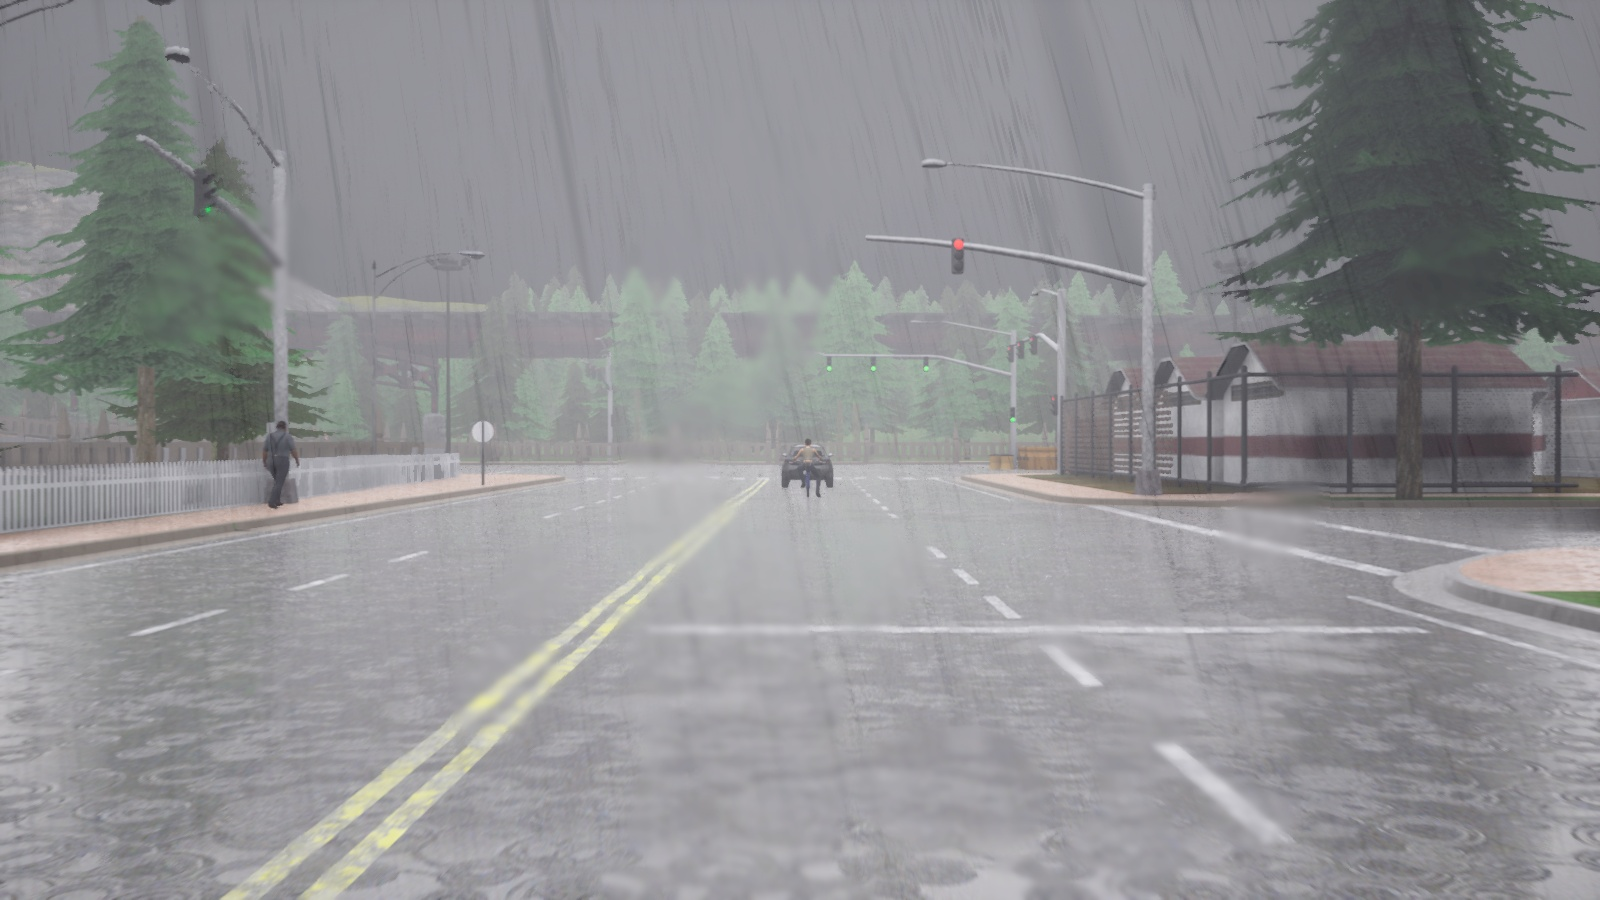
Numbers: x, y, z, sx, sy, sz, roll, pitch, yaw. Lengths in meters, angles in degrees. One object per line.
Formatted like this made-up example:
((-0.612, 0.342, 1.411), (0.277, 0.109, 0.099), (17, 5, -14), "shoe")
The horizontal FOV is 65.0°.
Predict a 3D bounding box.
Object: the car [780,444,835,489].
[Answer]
((0.260, 0.517, 43.172), (1.816, 1.474, 4.193), (0, 0, 0), "car")

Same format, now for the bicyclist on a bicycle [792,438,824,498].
((0.216, 0.489, 34.438), (0.866, 1.612, 1.509), (0, 0, 0), "bicyclist on a bicycle")

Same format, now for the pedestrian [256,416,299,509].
((-10.568, 0.253, 25.408), (0.540, 1.848, 0.694), (0, 0, 5), "pedestrian")
